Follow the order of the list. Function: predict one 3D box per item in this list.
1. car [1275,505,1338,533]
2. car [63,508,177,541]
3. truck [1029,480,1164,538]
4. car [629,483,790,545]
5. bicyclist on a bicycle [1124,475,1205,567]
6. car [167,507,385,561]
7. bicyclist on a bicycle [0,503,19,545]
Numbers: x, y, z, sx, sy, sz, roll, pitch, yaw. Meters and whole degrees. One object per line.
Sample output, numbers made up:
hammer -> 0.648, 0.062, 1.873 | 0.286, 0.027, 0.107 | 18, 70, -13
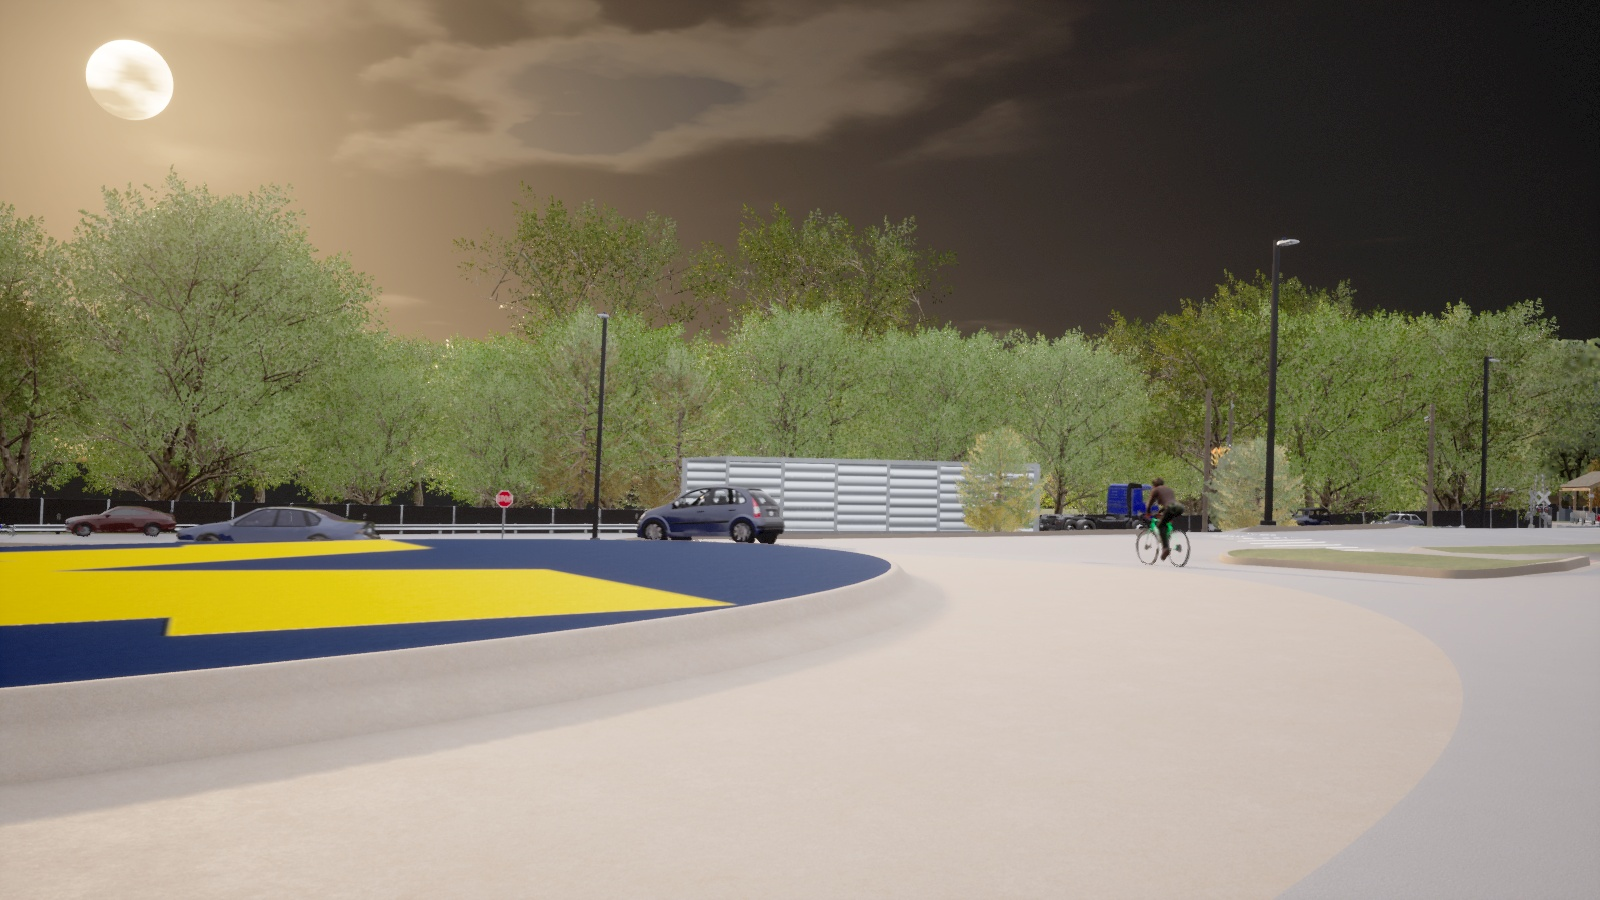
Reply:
car -> 35.743, 4.847, 88.590 | 3.866, 1.878, 1.905 | 1, -1, -21
car -> -32.215, 3.518, 59.632 | 4.674, 1.442, 1.812 | 2, -1, -27
truck -> 18.538, 3.649, 78.379 | 7.936, 3.462, 2.891 | 1, -1, -22
car -> -2.488, 1.778, 34.581 | 3.988, 1.617, 1.851 | -2, -4, 23
bicyclist on a bicycle -> 6.616, 1.298, 22.894 | 0.582, 1.620, 1.656 | 2, -4, -18
car -> -14.913, 2.385, 35.997 | 5.357, 1.411, 2.033 | 1, -2, -4
bicyclist on a bicycle -> -34.947, 3.202, 54.357 | 1.843, 1.776, 0.659 | 1, -1, -27
